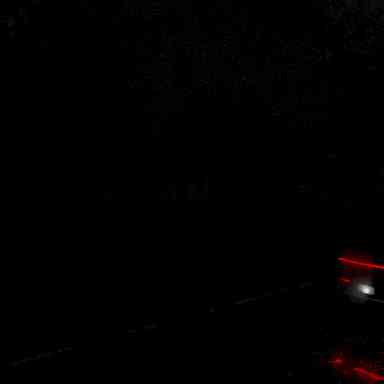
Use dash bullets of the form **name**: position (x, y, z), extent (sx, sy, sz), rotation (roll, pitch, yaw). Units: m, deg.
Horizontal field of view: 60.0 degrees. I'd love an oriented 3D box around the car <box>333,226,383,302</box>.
- **car**: position (5.080, 1.470, 7.302), extent (4.892, 1.490, 1.837), rotation (0, 0, -35)
